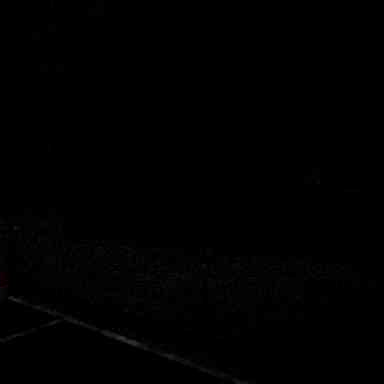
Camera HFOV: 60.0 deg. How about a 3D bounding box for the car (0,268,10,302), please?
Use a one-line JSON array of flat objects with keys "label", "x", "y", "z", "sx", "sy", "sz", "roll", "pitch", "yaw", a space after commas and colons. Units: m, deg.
[{"label": "car", "x": -5.539, "y": 1.515, "z": 6.711, "sx": 4.829, "sy": 1.417, "sz": 1.752, "roll": 0, "pitch": 1, "yaw": 35}]
